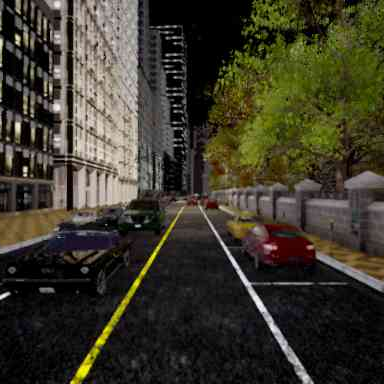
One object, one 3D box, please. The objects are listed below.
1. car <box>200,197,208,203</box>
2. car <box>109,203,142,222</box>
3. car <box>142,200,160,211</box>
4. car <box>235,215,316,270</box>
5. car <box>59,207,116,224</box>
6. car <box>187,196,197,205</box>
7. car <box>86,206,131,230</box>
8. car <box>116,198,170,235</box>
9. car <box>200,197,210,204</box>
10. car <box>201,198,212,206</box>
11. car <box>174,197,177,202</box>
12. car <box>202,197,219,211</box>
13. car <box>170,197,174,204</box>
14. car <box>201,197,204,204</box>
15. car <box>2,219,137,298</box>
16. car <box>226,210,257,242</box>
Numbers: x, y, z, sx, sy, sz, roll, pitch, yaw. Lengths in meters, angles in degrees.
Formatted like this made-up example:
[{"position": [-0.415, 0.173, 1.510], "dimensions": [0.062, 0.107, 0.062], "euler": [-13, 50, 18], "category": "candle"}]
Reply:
[{"position": [2.896, 1.899, 78.688], "dimensions": [1.752, 1.417, 4.829], "euler": [0, 0, 1], "category": "car"}, {"position": [-5.490, 1.696, 28.097], "dimensions": [1.947, 1.339, 4.313], "euler": [0, 0, 0], "category": "car"}, {"position": [-5.509, 1.776, 44.979], "dimensions": [1.947, 1.339, 4.313], "euler": [0, 0, 0], "category": "car"}, {"position": [2.699, 1.631, 10.929], "dimensions": [1.802, 1.307, 4.206], "euler": [0, 0, 0], "category": "car"}, {"position": [-5.478, 1.629, 16.842], "dimensions": [2.008, 1.369, 4.403], "euler": [0, 0, 0], "category": "car"}, {"position": [0.027, 1.907, 65.142], "dimensions": [1.895, 1.301, 4.718], "euler": [0, 0, 1], "category": "car"}, {"position": [-5.484, 1.670, 22.469], "dimensions": [1.947, 1.339, 4.313], "euler": [0, 0, 0], "category": "car"}, {"position": [-2.770, 1.402, 19.840], "dimensions": [2.150, 2.045, 5.566], "euler": [0, 0, 0], "category": "car"}, {"position": [2.816, 1.889, 72.878], "dimensions": [1.887, 1.381, 4.507], "euler": [0, 0, 1], "category": "car"}, {"position": [2.707, 1.833, 61.596], "dimensions": [1.887, 1.381, 4.507], "euler": [0, 0, 0], "category": "car"}, {"position": [-4.928, 1.998, 89.975], "dimensions": [1.947, 1.339, 4.313], "euler": [0, 0, 1], "category": "car"}, {"position": [2.662, 1.751, 44.683], "dimensions": [1.887, 1.381, 4.507], "euler": [0, 0, 0], "category": "car"}, {"position": [-5.269, 1.864, 67.473], "dimensions": [1.887, 1.381, 4.507], "euler": [0, 0, 0], "category": "car"}, {"position": [2.661, 1.784, 50.316], "dimensions": [2.008, 1.369, 4.403], "euler": [0, 0, 0], "category": "car"}, {"position": [-2.854, 1.641, 8.751], "dimensions": [1.895, 1.301, 4.718], "euler": [0, 0, 0], "category": "car"}, {"position": [2.693, 1.601, 16.725], "dimensions": [1.752, 1.417, 4.829], "euler": [0, 0, 0], "category": "car"}]
